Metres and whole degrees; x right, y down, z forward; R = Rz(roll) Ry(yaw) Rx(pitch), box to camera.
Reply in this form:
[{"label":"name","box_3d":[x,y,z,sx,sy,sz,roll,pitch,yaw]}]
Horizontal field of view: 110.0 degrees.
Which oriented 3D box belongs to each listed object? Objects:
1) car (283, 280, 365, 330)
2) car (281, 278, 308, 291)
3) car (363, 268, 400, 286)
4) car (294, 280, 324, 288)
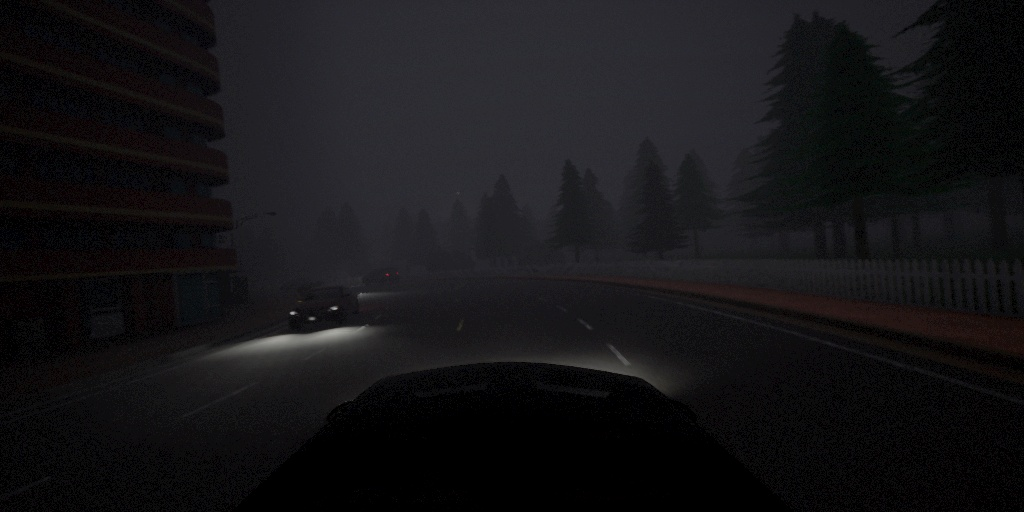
[{"label":"car","box_3d":[-7.752,2.032,15.195,1.812,1.442,4.674,-5,0,-13]},{"label":"car","box_3d":[-31.986,4.215,53.203,4.553,1.767,2.097,-5,0,20]},{"label":"car","box_3d":[-16.999,2.660,46.412,5.566,2.045,2.150,-6,0,34]},{"label":"car","box_3d":[-19.067,3.213,34.988,4.718,1.301,1.895,-6,0,41]}]
